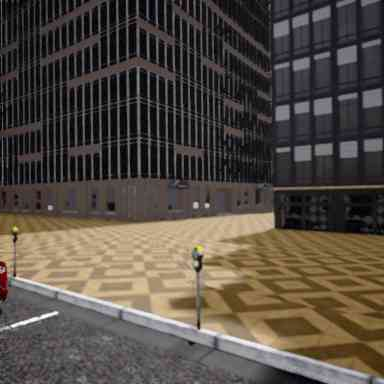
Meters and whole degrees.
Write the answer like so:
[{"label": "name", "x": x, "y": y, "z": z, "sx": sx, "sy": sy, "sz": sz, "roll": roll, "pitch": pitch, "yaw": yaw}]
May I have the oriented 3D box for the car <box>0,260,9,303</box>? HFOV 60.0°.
[{"label": "car", "x": -5.524, "y": 1.598, "z": 6.831, "sx": 4.507, "sy": 1.381, "sz": 1.887, "roll": 0, "pitch": -1, "yaw": 36}]
